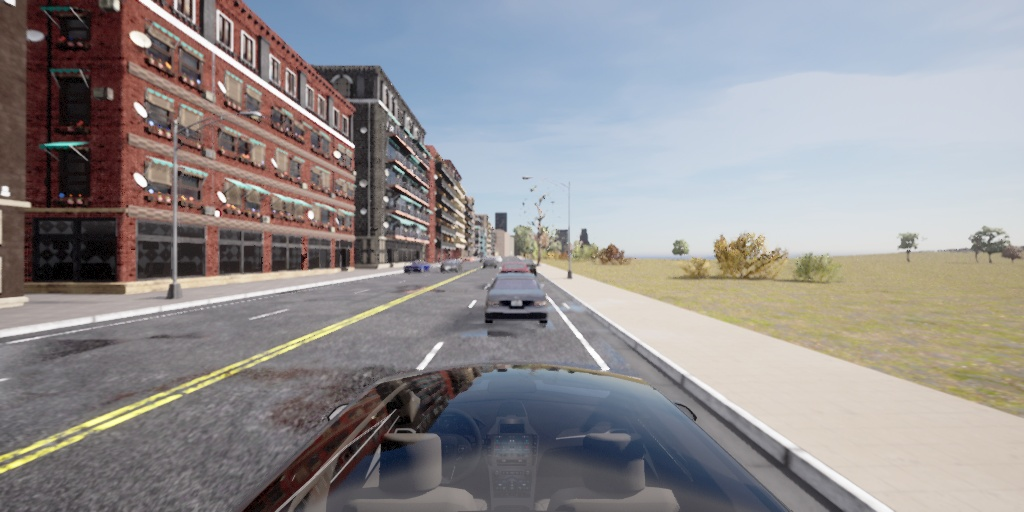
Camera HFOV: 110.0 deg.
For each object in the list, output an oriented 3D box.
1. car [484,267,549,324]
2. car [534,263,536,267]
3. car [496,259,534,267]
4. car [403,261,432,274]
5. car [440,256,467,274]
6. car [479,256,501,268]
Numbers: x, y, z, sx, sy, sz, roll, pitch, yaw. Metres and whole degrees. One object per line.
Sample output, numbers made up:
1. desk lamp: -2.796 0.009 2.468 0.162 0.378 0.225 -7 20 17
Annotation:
1. car: 0.133 1.244 11.661 2.033 1.411 5.357 0 0 0
2. car: 1.242 1.060 33.091 1.882 1.535 5.008 0 0 0
3. car: 0.174 1.115 22.919 1.882 1.535 5.008 0 1 0
4. car: -9.729 1.160 37.085 1.895 1.301 4.718 0 0 0
5. car: -6.470 1.044 38.474 2.128 1.511 4.902 0 0 0
6. car: -3.075 0.975 50.961 2.128 1.511 4.902 0 0 1
